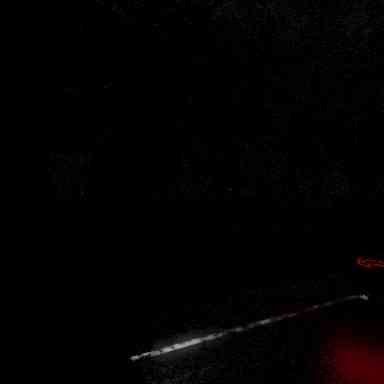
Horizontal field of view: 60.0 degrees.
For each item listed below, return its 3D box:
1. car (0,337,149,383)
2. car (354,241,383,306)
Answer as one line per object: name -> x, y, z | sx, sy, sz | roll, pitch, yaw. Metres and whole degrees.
car -> -2.410, 1.536, 1.618 | 4.674, 1.442, 1.812 | 0, 0, -34
car -> 5.365, 1.411, 6.741 | 5.008, 1.535, 1.882 | -1, 0, -33
